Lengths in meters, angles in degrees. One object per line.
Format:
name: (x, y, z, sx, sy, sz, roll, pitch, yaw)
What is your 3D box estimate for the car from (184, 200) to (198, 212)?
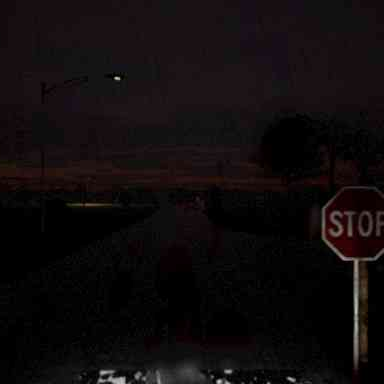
car: (-0.164, 2.037, 49.877, 2.097, 1.767, 4.553, 0, -1, 0)

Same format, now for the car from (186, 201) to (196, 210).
car: (-0.219, 2.403, 60.153, 1.812, 1.442, 4.674, 0, -1, 0)
